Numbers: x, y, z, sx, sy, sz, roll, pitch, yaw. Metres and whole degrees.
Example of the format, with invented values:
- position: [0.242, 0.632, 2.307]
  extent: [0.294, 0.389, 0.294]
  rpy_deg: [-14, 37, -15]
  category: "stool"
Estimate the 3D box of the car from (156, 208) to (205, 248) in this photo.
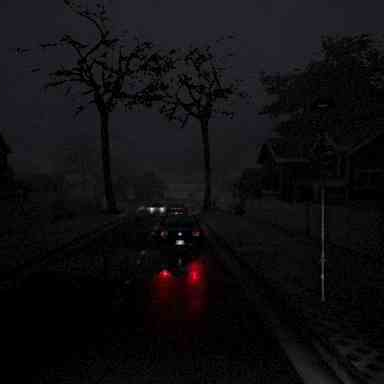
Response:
- position: [-0.570, 1.614, 14.789]
  extent: [1.895, 1.301, 4.718]
  rpy_deg: [0, 0, -3]
  category: "car"

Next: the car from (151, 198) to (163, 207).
- position: [-5.510, 1.652, 53.505]
  extent: [1.882, 1.535, 5.008]
  rpy_deg: [0, 0, -3]
  category: "car"

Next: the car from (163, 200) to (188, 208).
- position: [-1.415, 1.552, 29.758]
  extent: [1.837, 1.490, 4.892]
  rpy_deg: [0, 0, -3]
  category: "car"
